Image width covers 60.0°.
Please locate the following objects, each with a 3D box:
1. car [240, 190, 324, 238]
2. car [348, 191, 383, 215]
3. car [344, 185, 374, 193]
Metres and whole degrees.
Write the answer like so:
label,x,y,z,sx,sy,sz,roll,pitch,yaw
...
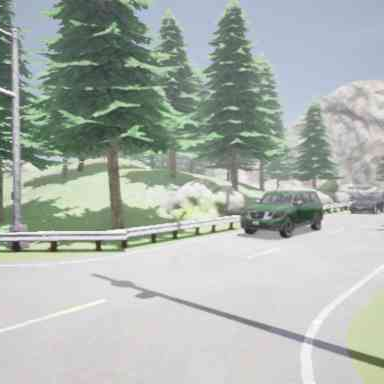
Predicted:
label,x,y,z,sx,sy,sz,roll,pitch,yaw
car,4.603,0.953,16.462,2.150,2.045,5.566,0,1,42
car,14.555,0.988,27.516,1.837,1.490,4.892,1,2,41
car,21.036,0.068,41.450,2.150,2.045,5.566,-1,1,-2
